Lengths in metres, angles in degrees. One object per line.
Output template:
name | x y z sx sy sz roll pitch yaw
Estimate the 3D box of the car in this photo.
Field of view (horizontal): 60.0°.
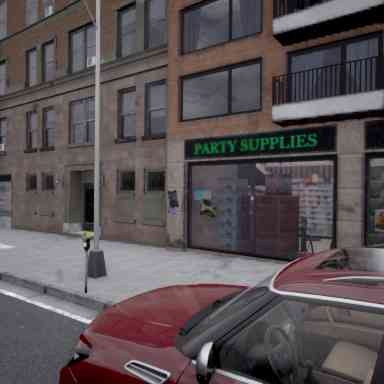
car | 1.282 1.315 2.152 5.009 1.841 2.192 0 1 35
